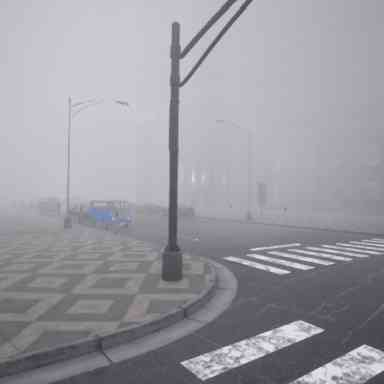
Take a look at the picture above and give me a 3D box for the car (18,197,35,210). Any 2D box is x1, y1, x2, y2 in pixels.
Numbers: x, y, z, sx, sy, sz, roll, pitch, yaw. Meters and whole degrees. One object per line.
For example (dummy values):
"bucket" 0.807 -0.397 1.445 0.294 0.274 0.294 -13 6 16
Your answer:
"car" -21.230 1.680 43.784 1.802 1.307 4.206 1 -1 -35

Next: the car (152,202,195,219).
"car" -1.479 1.709 30.660 1.887 1.381 4.507 1 -1 -35

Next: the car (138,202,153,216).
"car" -4.670 1.730 35.170 1.887 1.381 4.507 1 -1 -35

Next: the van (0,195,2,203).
"van" -46.737 1.612 79.881 1.690 1.788 3.998 1 -1 -35

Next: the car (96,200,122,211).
"car" -11.149 1.753 44.331 1.752 1.417 4.829 1 -1 -35

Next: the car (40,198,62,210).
"car" -19.740 1.657 46.486 1.837 1.490 4.892 1 -1 -35

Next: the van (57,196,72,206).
"van" -23.812 1.654 62.239 1.690 1.788 3.998 1 -1 -35

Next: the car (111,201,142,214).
"car" -7.860 1.751 39.681 1.887 1.381 4.507 1 -1 -35

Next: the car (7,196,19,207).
"car" -27.607 1.692 52.808 2.008 1.369 4.403 1 -1 -35

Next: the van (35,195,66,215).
"van" -14.850 1.397 34.762 1.690 1.788 3.998 1 -1 -35

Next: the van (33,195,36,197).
"van" -36.575 1.740 80.282 1.690 1.788 3.998 1 -1 -35

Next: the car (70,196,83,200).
"car" -17.433 1.815 53.214 1.887 1.381 4.507 1 -1 -35

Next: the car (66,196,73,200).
"car" -20.621 1.606 57.728 2.192 1.841 5.009 1 -1 -35

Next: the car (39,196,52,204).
"car" -33.386 1.817 75.771 1.967 1.590 4.097 1 -1 -35

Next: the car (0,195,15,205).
"car" -37.075 1.731 66.205 1.752 1.417 4.829 1 -1 -35

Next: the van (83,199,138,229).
"van" -5.283 1.335 21.227 1.690 1.788 3.998 1 -1 -35

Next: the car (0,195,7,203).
"car" -43.548 1.564 75.369 2.192 1.841 5.009 1 -1 -35

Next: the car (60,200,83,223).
"car" -8.474 1.559 25.737 1.887 1.381 4.507 1 -1 -35

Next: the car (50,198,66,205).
"car" -27.005 1.885 66.747 2.008 1.369 4.403 1 -1 -35
